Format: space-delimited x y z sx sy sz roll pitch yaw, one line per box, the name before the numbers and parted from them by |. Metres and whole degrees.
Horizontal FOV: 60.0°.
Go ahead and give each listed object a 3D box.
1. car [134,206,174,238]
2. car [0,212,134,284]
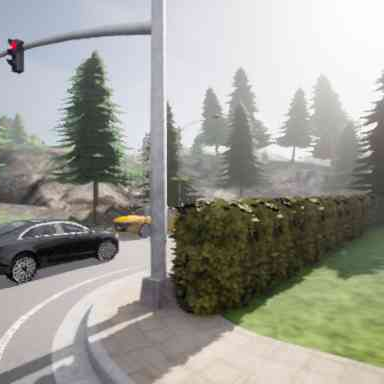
car | -2.151 1.522 18.551 1.882 1.535 5.008 0 0 36
car | -4.239 1.528 9.902 2.128 1.511 4.902 -1 0 30
